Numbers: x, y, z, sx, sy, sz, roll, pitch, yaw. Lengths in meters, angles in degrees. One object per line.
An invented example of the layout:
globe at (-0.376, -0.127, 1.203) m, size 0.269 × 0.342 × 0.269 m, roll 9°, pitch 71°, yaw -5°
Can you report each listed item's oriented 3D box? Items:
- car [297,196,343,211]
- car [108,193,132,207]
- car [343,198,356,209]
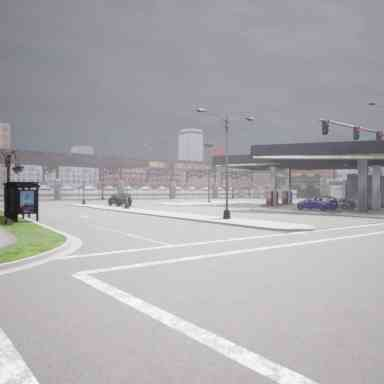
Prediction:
car at (14.352, 1.295, 38.353) m, size 2.242 × 1.667 × 4.611 m, roll 0°, pitch 0°, yaw -35°
car at (-11.338, 1.222, 52.244) m, size 2.150 × 2.045 × 5.566 m, roll 0°, pitch 0°, yaw -35°
car at (18.626, 1.456, 42.267) m, size 1.970 × 1.475 × 3.806 m, roll 0°, pitch 0°, yaw -35°
